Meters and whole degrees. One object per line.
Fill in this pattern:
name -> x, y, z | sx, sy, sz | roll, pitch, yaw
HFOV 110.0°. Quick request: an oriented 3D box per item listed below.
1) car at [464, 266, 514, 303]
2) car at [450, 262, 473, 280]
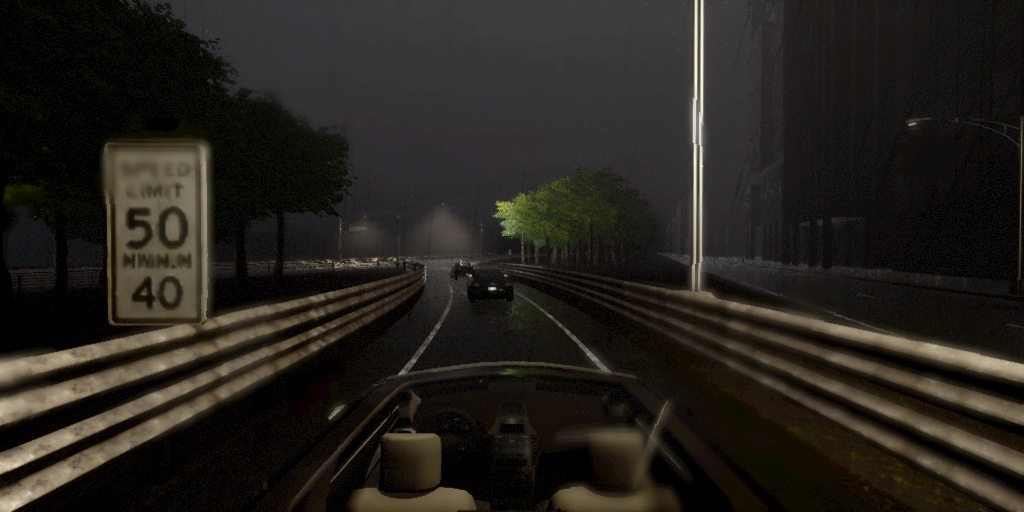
car -> -1.105, 1.342, 16.949 | 1.994, 1.385, 4.181 | 0, 0, -8
car -> -4.388, 1.307, 32.079 | 2.128, 1.511, 4.902 | 0, 0, -16
